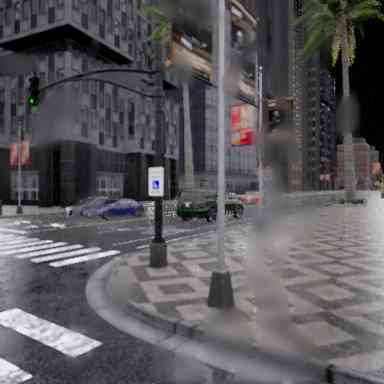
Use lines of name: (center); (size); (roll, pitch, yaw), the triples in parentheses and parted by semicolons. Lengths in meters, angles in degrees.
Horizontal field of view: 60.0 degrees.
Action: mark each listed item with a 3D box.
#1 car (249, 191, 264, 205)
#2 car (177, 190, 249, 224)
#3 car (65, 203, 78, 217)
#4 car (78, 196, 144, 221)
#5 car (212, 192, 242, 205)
car: (7.317, 0.623, 41.722); (2.097, 1.767, 4.553); (0, 1, 36)
car: (1.310, 0.852, 21.824); (2.150, 2.045, 5.566); (0, 1, 36)
car: (-7.646, 1.119, 26.272); (2.128, 1.511, 4.902); (0, 1, 35)
car: (-5.411, 1.177, 23.772); (1.812, 1.442, 4.674); (0, 1, 35)
car: (4.645, 0.788, 43.574); (1.812, 1.442, 4.674); (0, 1, 36)
